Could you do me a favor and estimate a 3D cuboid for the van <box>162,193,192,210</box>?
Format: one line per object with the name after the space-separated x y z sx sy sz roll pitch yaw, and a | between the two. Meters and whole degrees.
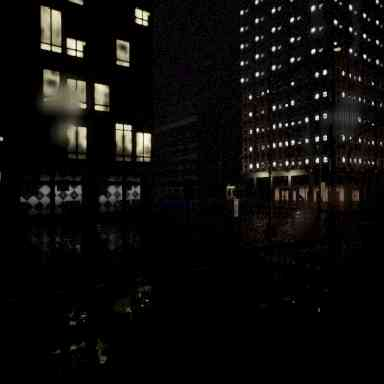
-1.543 1.210 40.180 1.690 1.788 3.998 0 0 -34 | van

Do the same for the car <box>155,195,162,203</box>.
-3.936 1.035 58.637 2.192 1.841 5.009 0 0 -34 | car

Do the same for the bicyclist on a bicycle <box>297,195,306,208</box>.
12.848 1.118 39.129 1.656 1.620 0.582 -1 1 -34 | bicyclist on a bicycle

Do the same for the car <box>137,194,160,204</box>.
-7.869 1.204 59.809 1.882 1.535 5.008 -1 1 -34 | car

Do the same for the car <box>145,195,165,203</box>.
-7.045 1.238 63.222 1.887 1.381 4.507 0 0 -34 | car
